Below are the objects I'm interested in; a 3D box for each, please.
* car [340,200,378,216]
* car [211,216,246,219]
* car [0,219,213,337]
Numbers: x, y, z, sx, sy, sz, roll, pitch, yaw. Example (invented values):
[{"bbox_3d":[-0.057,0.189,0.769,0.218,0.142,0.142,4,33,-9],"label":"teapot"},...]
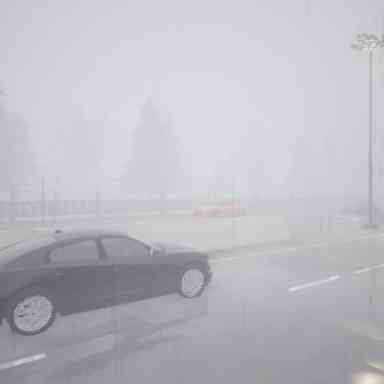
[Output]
[{"bbox_3d":[16.624,1.532,33.027,4.674,1.442,1.812,0,0,-34],"label":"car"},{"bbox_3d":[2.267,1.355,27.133,4.553,1.767,2.097,0,0,-36],"label":"car"},{"bbox_3d":[-1.830,1.478,6.740,5.008,1.535,1.882,0,0,-35],"label":"car"}]
